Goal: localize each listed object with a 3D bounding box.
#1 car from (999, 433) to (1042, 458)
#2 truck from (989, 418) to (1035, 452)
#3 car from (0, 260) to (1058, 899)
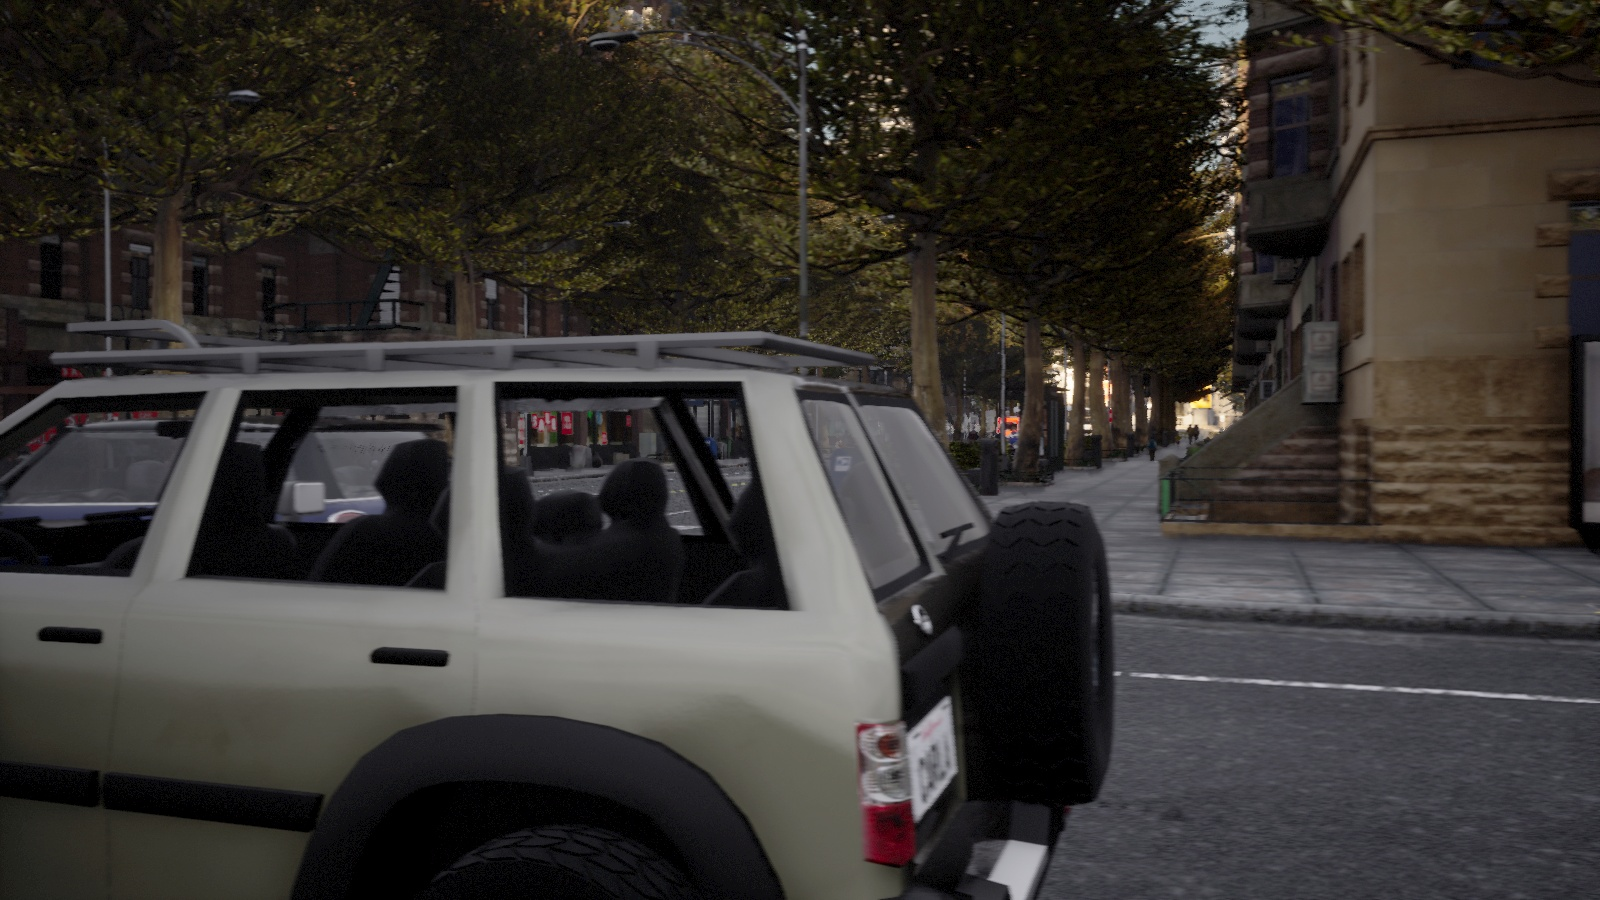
[{"bbox_3d":[13.296,-0.307,75.496,1.812,1.442,4.674,1,1,19],"label":"car"},{"bbox_3d":[15.921,-1.106,94.016,2.627,2.467,5.204,1,1,19],"label":"truck"},{"bbox_3d":[-1.689,0.577,3.758,4.605,1.855,1.932,1,1,19],"label":"car"}]
